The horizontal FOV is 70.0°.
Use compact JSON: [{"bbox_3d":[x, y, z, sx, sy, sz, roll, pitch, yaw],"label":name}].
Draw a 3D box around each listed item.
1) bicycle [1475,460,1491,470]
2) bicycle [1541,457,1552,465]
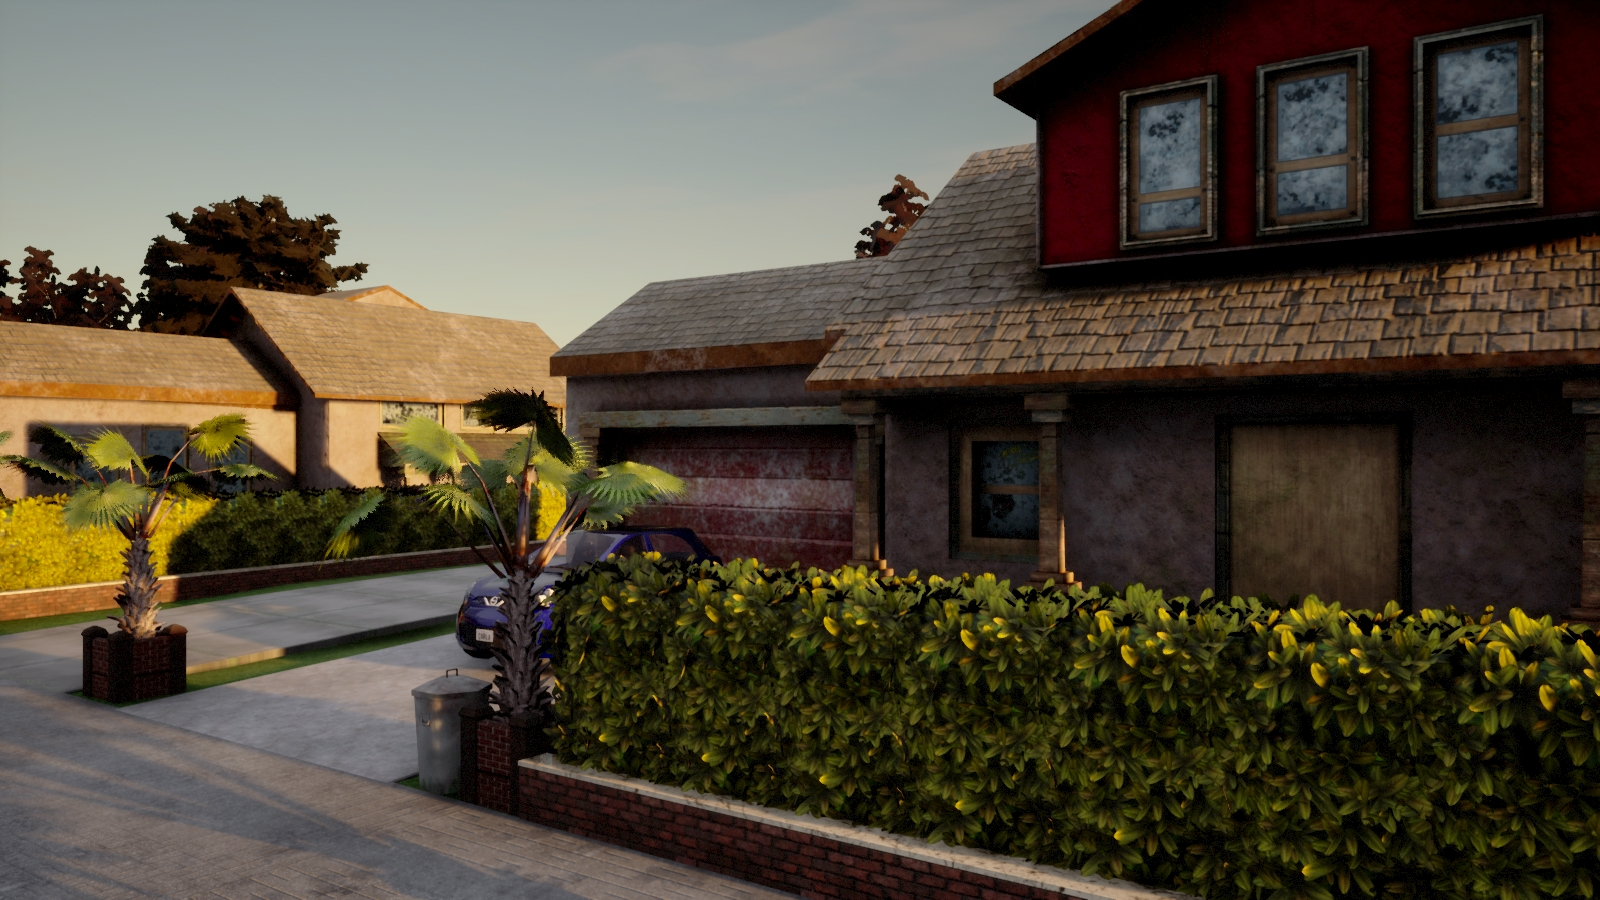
[{"bbox_3d":[94.286,2.055,157.701,1.835,1.471,0.329,0,0,35],"label":"bicycle"},{"bbox_3d":[136.082,2.053,208.328,1.643,1.496,0.373,1,0,35],"label":"bicycle"}]
